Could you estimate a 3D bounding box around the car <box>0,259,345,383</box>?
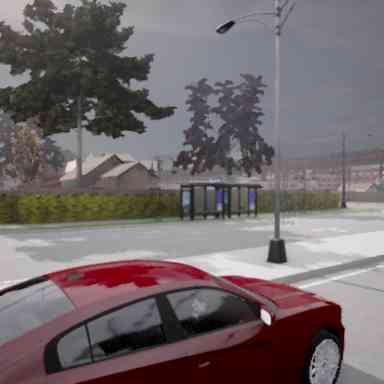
[{"bbox_3d":[-0.385,1.481,3.471,5.008,1.535,1.882,0,0,-35],"label":"car"}]
